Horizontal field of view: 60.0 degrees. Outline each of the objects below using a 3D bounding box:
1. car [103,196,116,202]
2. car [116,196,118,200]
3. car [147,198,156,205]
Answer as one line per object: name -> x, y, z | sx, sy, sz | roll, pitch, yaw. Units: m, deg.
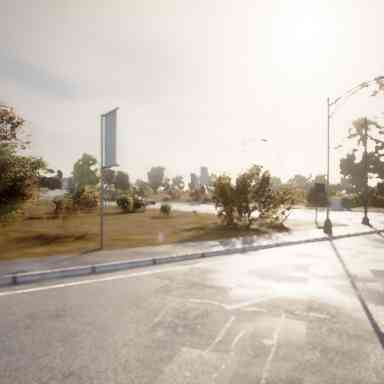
car -> -21.875, 1.679, 83.938 | 2.033, 1.411, 5.357 | 0, 0, -37
car -> -19.358, 1.751, 86.414 | 1.895, 1.301, 4.718 | 0, 0, -37
car -> -8.273, 1.707, 60.782 | 1.994, 1.385, 4.181 | 0, 0, -38
